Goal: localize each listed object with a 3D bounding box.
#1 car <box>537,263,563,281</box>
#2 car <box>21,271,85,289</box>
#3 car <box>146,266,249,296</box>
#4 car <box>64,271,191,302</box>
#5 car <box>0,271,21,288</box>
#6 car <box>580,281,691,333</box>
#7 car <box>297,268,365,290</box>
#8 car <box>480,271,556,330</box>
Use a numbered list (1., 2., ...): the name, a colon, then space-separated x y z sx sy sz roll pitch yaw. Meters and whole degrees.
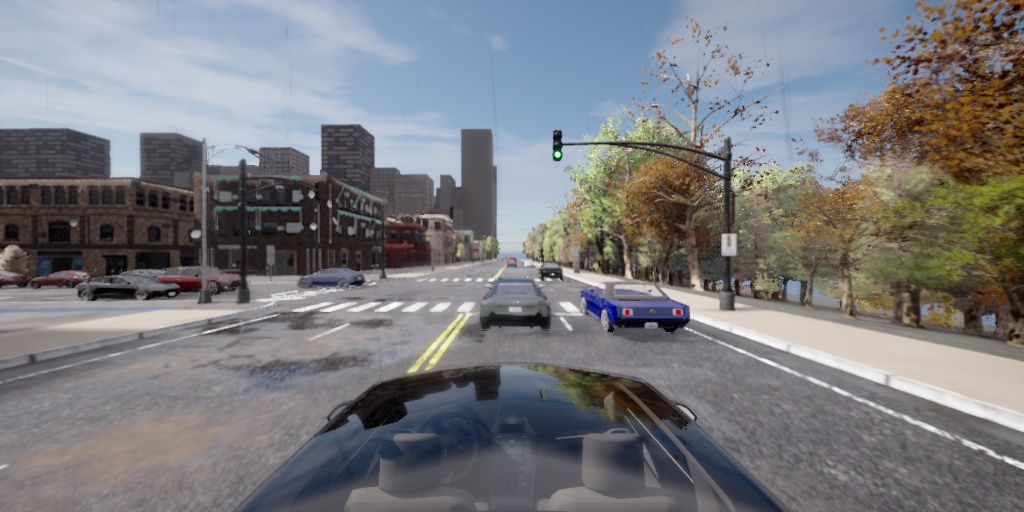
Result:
1. car: 3.348 1.348 31.905 1.882 1.535 5.008 0 0 0
2. car: -33.817 1.760 27.280 4.207 1.307 1.802 0 0 0
3. car: -18.421 1.390 21.433 4.553 1.767 2.097 -1 0 1
4. car: -19.948 1.635 18.762 4.313 1.339 1.948 0 0 0
5. car: -39.351 1.823 27.286 4.207 1.307 1.802 0 0 0
6. car: 3.350 1.388 10.826 1.895 1.301 4.718 0 0 0
7. car: -12.254 1.489 24.359 4.181 1.385 1.994 -2 0 7
8. car: 0.099 1.353 11.236 1.994 1.385 4.181 0 0 0
